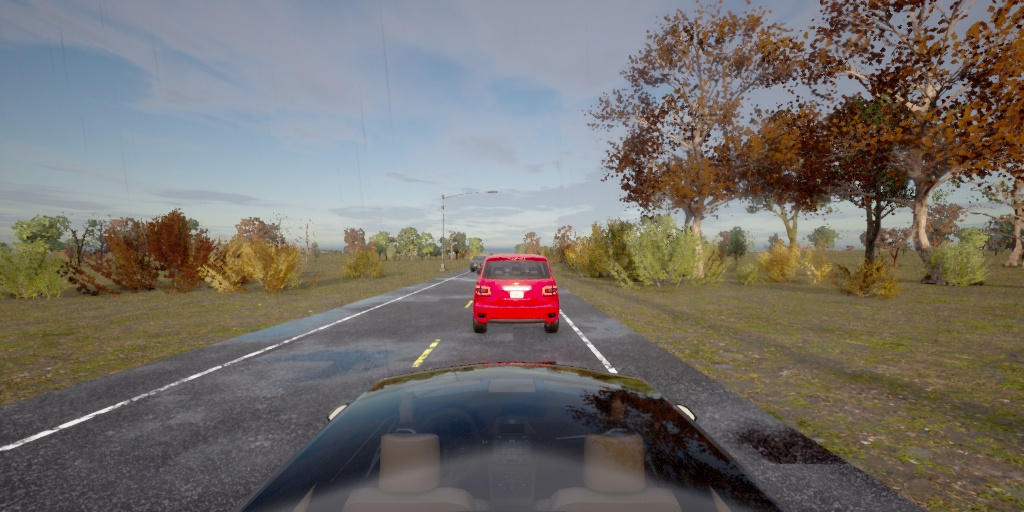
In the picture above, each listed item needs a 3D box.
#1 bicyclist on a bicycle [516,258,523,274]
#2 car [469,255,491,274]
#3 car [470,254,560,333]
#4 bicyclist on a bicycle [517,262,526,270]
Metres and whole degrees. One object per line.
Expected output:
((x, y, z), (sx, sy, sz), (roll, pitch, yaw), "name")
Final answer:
((0.812, 1.107, 40.022), (0.659, 1.776, 1.843), (0, 0, 0), "bicyclist on a bicycle")
((-3.781, 0.957, 43.318), (2.150, 2.045, 5.566), (0, 0, 0), "car")
((0.085, 0.968, 10.831), (2.150, 2.045, 5.566), (0, 0, -1), "car")
((0.880, 1.110, 30.010), (0.659, 1.776, 1.843), (0, 0, 0), "bicyclist on a bicycle")
